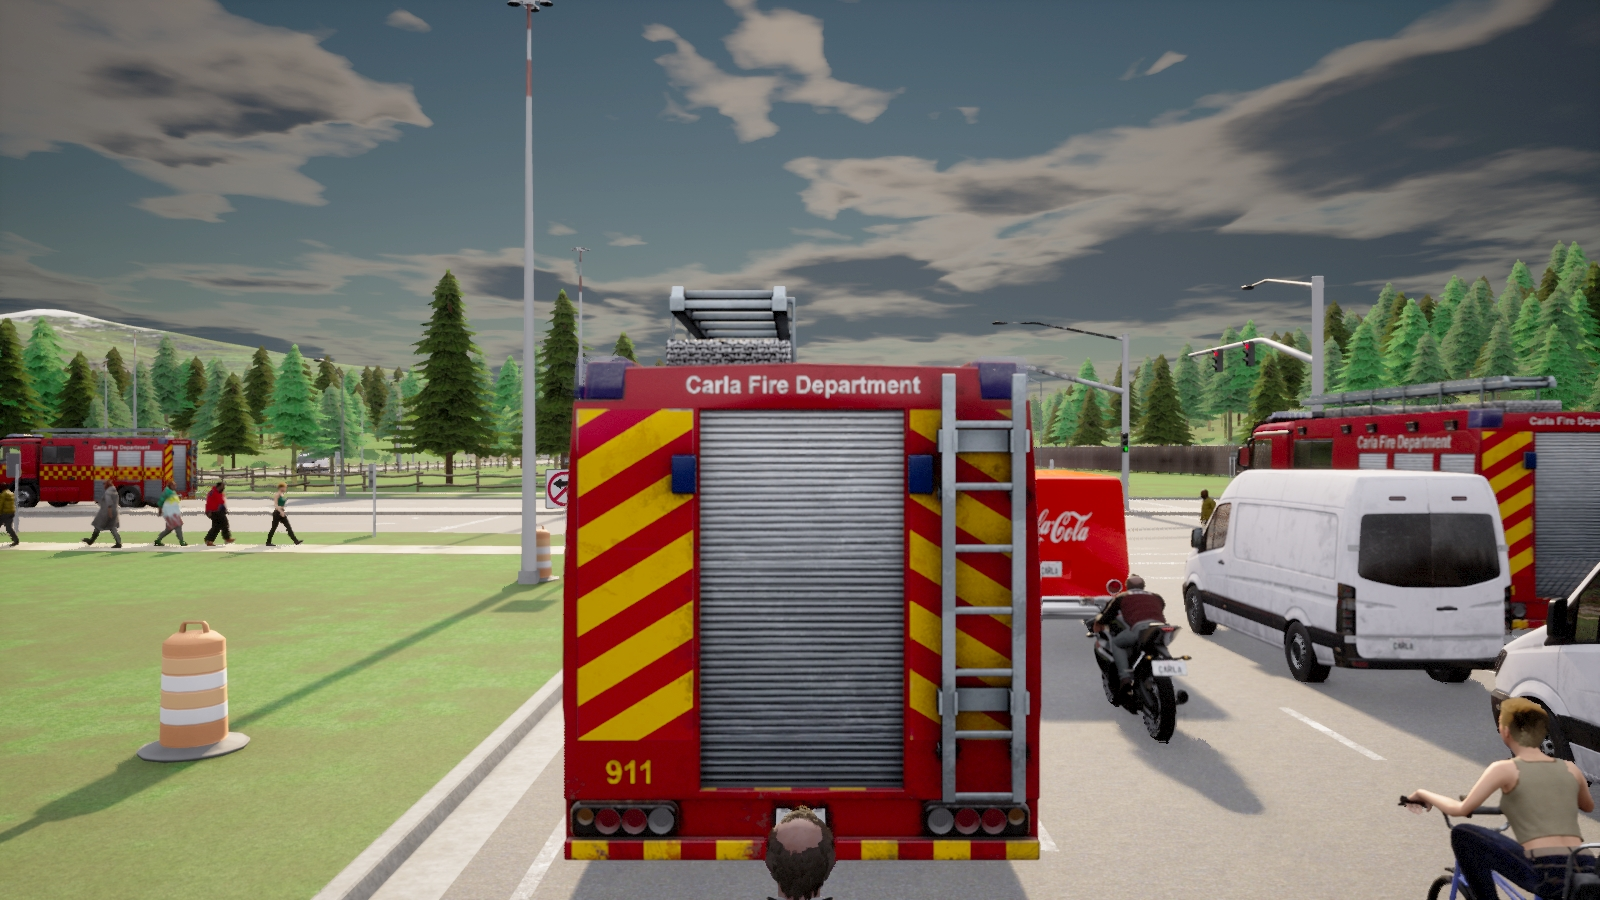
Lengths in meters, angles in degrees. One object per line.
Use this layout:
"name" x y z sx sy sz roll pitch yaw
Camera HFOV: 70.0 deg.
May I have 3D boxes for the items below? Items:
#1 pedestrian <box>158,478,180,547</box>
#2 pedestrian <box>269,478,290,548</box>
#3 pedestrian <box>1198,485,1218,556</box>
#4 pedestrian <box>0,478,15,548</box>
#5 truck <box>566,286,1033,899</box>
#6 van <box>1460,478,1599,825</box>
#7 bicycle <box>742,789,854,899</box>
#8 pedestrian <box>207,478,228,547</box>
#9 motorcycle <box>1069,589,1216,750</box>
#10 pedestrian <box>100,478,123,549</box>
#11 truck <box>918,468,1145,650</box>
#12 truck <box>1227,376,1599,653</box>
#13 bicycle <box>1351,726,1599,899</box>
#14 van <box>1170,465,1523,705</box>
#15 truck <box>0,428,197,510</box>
"pedestrian" -17.249 1.697 31.223 0.375 1.860 0.375 0 0 3
"pedestrian" -14.097 1.696 30.945 0.375 1.860 0.375 0 0 6
"pedestrian" 10.758 1.849 30.139 0.375 1.860 0.375 0 0 -1
"pedestrian" -21.545 1.696 30.893 0.375 1.860 0.375 0 0 6
"truck" -0.003 0.891 11.315 2.891 3.827 8.468 0 0 0
"van" 6.995 1.534 7.434 1.988 2.561 5.915 0 0 0
"bicycle" -0.006 2.060 3.542 0.329 1.471 1.835 0 0 0
"pedestrian" -15.870 1.696 31.119 0.375 1.860 0.375 0 0 4
"motorcycle" 3.495 2.205 11.878 0.867 1.251 2.209 0 0 0
"pedestrian" -18.428 1.696 30.584 0.375 1.860 0.375 0 0 4
"truck" 3.508 1.568 18.600 2.627 2.467 5.204 0 0 0
"truck" 10.497 0.890 19.982 2.891 3.827 8.468 0 0 0
"bicycle" 3.486 2.158 5.579 0.859 1.277 1.487 0 -1 0
"van" 6.998 1.535 15.588 1.988 2.561 5.915 0 0 0
"truck" -34.171 0.890 55.274 8.468 3.827 2.891 0 0 1
